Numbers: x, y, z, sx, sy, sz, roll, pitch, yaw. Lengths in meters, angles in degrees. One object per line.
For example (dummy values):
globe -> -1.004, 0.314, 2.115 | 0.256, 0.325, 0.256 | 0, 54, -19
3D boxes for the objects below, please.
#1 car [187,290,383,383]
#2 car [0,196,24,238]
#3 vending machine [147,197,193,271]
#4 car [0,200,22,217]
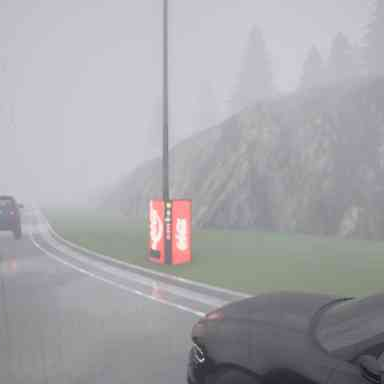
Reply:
car -> 2.259, 1.478, 2.562 | 5.008, 1.535, 1.882 | 0, 0, 35
car -> -10.113, 1.236, 17.293 | 2.150, 2.045, 5.566 | 0, -1, -28
vending machine -> -0.673, 1.204, 10.238 | 1.100, 2.100, 0.880 | 0, 0, -43
car -> -17.758, 1.566, 32.687 | 1.812, 1.442, 4.674 | 0, 0, -26
